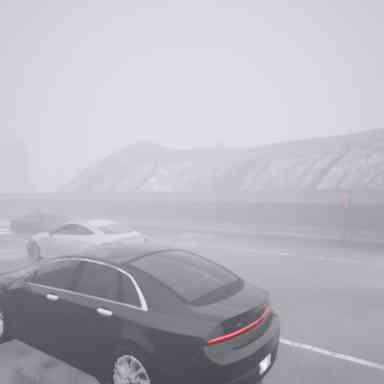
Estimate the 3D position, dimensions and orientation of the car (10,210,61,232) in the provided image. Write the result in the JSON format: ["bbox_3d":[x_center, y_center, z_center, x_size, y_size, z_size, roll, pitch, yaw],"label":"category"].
[{"bbox_3d":[-8.254,1.681,18.487,4.181,1.385,1.994,0,0,36],"label":"car"}]

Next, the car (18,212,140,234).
[{"bbox_3d":[-3.418,1.586,10.735,4.674,1.442,1.812,0,0,36],"label":"car"}]

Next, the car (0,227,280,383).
[{"bbox_3d":[-1.213,1.531,4.862,4.892,1.490,1.837,0,0,35],"label":"car"}]
